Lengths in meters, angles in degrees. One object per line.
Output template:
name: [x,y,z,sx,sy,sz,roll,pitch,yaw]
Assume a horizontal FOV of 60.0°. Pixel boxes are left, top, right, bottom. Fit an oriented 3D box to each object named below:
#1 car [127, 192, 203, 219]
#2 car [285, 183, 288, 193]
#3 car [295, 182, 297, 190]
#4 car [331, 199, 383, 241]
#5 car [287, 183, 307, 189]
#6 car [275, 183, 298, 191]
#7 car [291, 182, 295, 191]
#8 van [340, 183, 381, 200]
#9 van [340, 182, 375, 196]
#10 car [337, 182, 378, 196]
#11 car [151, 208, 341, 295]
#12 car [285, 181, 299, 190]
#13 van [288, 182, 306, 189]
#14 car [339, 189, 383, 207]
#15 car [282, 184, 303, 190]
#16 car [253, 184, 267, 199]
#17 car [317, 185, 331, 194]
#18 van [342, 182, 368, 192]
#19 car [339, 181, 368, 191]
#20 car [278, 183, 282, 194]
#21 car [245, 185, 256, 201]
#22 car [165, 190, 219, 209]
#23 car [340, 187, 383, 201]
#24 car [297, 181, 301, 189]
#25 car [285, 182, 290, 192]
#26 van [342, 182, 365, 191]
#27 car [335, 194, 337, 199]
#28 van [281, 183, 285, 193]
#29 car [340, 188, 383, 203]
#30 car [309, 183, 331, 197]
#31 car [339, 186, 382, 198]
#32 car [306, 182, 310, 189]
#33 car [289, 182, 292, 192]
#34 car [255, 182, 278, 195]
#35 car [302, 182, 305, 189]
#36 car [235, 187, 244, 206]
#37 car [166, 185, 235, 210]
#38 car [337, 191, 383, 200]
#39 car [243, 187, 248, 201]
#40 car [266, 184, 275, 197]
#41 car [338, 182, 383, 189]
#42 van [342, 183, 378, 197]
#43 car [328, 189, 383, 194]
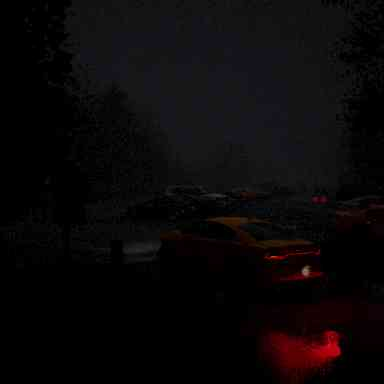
car: [-2.059,1.020,22.134,4.792,1.488,2.163,1,3,24]
car: [12.775,-0.373,54.994,4.792,1.488,2.163,1,2,24]
car: [17.373,-0.767,65.094,4.892,1.521,2.231,1,2,24]
car: [8.798,1.307,14.338,5.008,1.535,2.097,1,3,24]
car: [27.656,-1.531,87.824,4.792,1.488,2.163,1,2,24]
car: [20.763,-1.168,72.692,4.553,1.767,2.185,1,2,24]
car: [16.057,-0.683,62.644,5.366,1.575,1.946,1,2,24]
van: [21.171,-0.144,41.986,4.442,1.987,1.878,1,2,24]
van: [24.587,-0.421,49.575,4.442,1.987,1.878,1,2,24]
car: [25.806,-0.537,52.060,5.566,2.045,2.435,1,2,24]
car: [0.914,1.374,8.545,1.882,1.535,5.008,2,-1,-31]
car: [18.503,-0.859,67.628,4.892,1.521,2.231,1,2,24]
van: [28.669,-1.835,90.414,4.442,1.987,1.878,1,1,24]
car: [16.698,0.535,31.894,4.792,1.488,2.163,1,3,24]
car: [24.219,-1.277,80.271,4.674,1.452,2.002,1,2,24]
car: [5.838,0.174,40.003,5.366,1.575,1.946,1,3,24]
car: [22.542,-0.462,56.776,1.882,1.535,5.008,1,2,24]
van: [31.685,-0.969,64.735,4.442,1.987,1.878,1,2,24]
car: [34.969,-1.271,72.364,5.566,2.045,2.435,1,2,24]
car: [10.546,-0.190,49.911,4.792,1.488,2.163,1,2,24]
car: [3.506,0.408,34.837,5.366,1.575,1.946,1,3,24]
car: [-0.886,0.876,24.647,5.008,1.535,2.097,1,3,24]
car: [20.165,0.210,39.433,4.792,1.488,2.163,1,2,24]
car: [19.481,-0.957,70.231,5.366,1.575,1.946,1,2,24]
car: [13.917,-0.465,57.523,4.792,1.488,2.163,1,2,24]
van: [36.241,-1.334,74.829,4.442,1.987,1.878,1,2,24]
car: [11.003,1.111,19.283,4.792,1.488,2.163,1,3,24]
van: [11.767,-0.535,52.395,4.442,1.987,1.878,1,2,24]
car: [19.079,0.308,37.029,4.792,1.488,2.163,1,3,24]
car: [18.308,-0.109,47.397,2.128,1.511,4.902,1,2,24]
car: [22.420,-0.012,44.486,5.008,1.535,2.097,1,2,24]
car: [26.525,-1.750,85.308,5.566,2.045,2.435,1,2,24]
car: [15.058,-0.556,60.052,4.792,1.488,2.163,1,2,24]
car: [9.407,-0.251,47.378,4.553,1.767,2.185,1,2,24]
car: [23.070,-1.225,77.744,5.008,1.535,2.097,1,2,24]
car: [1.561,0.645,29.629,5.366,1.575,1.946,1,3,24]
car: [0.276,0.510,27.154,5.566,2.045,2.435,1,3,24]
car: [9.970,1.067,16.842,4.553,1.767,2.185,1,3,24]
car: [2.540,0.530,32.231,4.892,1.521,2.231,1,3,24]
car: [7.267,0.075,42.267,5.366,1.575,1.946,1,3,24]
car: [15.611,0.370,29.336,5.566,2.045,2.435,1,3,24]
van: [23.660,-0.327,46.955,4.442,1.987,1.878,1,2,24]
car: [13.139,0.845,24.391,5.366,1.575,1.946,1,3,24]
